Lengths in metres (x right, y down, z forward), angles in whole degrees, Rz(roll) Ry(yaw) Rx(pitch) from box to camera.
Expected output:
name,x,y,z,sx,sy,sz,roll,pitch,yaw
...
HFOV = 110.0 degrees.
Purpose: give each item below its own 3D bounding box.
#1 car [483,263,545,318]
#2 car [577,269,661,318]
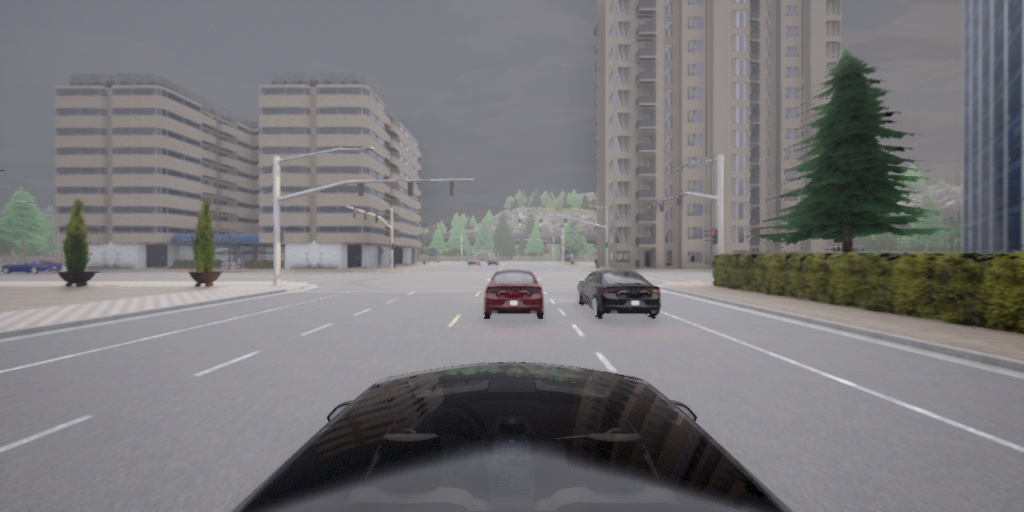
name,x,y,z,sx,sy,sz,roll,pitch,yaw
car,0.070,1.195,12.813,1.882,1.535,5.008,0,0,0
car,3.570,1.195,12.805,1.882,1.535,5.008,0,0,0
